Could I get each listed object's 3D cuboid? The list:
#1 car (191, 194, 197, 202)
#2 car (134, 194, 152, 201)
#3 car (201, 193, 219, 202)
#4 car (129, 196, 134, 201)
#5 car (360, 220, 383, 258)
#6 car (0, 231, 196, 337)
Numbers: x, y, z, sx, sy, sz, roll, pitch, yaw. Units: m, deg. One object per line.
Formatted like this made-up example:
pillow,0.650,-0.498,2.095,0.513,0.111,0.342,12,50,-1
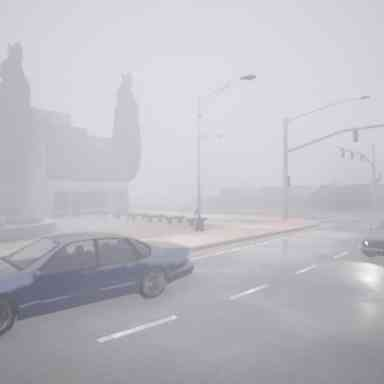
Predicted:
car,1.847,1.298,73.499,1.905,1.878,3.866,0,0,44
car,-12.365,1.355,87.031,1.905,1.878,3.866,0,0,44
car,3.933,1.529,71.490,1.970,1.475,3.806,0,0,44
car,-14.420,1.361,89.070,1.932,1.855,4.605,0,0,44
car,7.907,1.556,12.212,2.033,1.411,5.357,0,0,43
car,-2.385,1.567,6.825,5.357,1.411,2.033,0,0,-41
